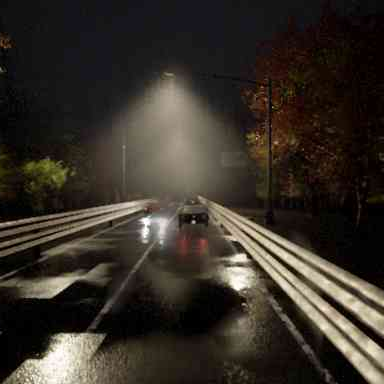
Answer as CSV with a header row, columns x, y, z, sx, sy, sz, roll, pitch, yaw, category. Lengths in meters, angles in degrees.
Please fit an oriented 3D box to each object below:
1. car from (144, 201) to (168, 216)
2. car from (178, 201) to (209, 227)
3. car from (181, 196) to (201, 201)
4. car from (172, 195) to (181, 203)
x,y,z,sx,sy,sz,roll,pitch,yaw,category
-3.351,1.547,31.248,1.895,1.301,4.718,0,0,0,car
0.098,1.535,22.340,1.895,1.301,4.718,0,0,0,car
0.095,1.314,41.623,2.097,1.767,4.553,0,0,0,car
-3.286,1.469,71.747,1.882,1.535,5.008,0,0,0,car
